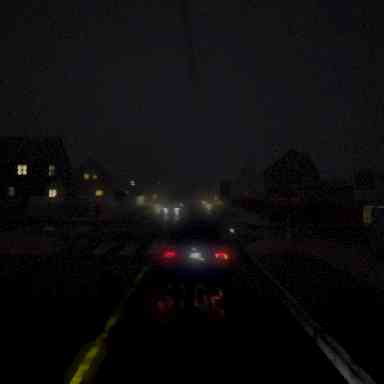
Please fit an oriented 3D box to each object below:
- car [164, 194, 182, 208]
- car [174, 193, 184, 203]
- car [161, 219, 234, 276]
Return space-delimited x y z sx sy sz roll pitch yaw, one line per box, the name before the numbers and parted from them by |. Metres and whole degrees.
car | -2.831 1.473 46.989 1.837 1.490 4.892 0 0 0
car | -2.744 1.218 66.708 2.150 2.045 5.566 0 0 0
car | 0.316 1.530 10.265 2.033 1.411 5.357 0 0 5
